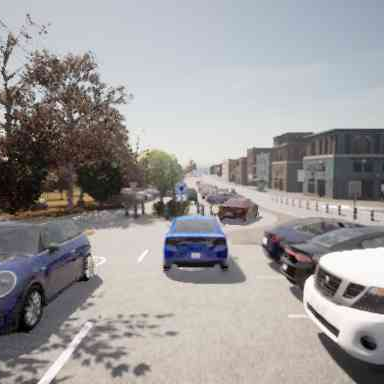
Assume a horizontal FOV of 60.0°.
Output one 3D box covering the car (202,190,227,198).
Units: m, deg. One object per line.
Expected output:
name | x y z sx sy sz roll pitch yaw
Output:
car | 4.316 0.441 65.057 4.792 1.488 2.163 0 2 0

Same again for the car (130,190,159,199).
car | -8.790 0.495 62.097 5.008 1.535 2.097 0 2 0

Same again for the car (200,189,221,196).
car | 4.291 0.043 76.193 4.674 1.452 2.002 0 3 0

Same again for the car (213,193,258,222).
car | 3.468 1.167 24.204 1.882 1.535 5.008 2 3 24

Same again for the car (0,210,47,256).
car | -8.537 1.513 12.813 5.008 1.535 2.097 0 0 0

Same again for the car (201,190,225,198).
car | 4.259 0.352 67.843 4.792 1.488 2.163 0 2 0

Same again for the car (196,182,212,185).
car | 4.275 -0.942 90.095 5.566 2.045 2.435 0 3 0

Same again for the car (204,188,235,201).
car | 4.242 0.644 45.547 4.553 1.767 2.185 0 0 0

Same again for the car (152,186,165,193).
car | -8.602 0.121 73.243 5.366 1.575 1.946 0 2 0

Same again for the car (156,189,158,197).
car | -8.770 0.659 56.518 4.792 1.488 2.163 0 1 0

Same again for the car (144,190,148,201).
car | -8.809 0.810 45.363 4.674 1.452 2.002 0 0 0

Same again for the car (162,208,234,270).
car | 0.103 1.507 11.147 1.882 1.535 5.008 0 0 0

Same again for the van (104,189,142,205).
van | -8.684 0.573 39.903 4.442 1.987 1.878 1 0 0

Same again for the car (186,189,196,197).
car | -0.248 0.182 73.308 2.033 1.411 5.357 0 2 0

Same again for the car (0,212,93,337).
car | -3.618 1.370 6.808 2.097 1.767 4.553 0 0 0

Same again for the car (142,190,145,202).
car | -8.811 0.823 42.578 4.674 1.452 2.002 0 0 0

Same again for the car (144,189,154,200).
car | -8.988 0.714 51.067 5.366 1.575 1.946 0 1 0

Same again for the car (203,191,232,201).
car | 4.310 0.657 56.690 4.792 1.488 2.163 0 1 0

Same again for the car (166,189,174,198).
car | -3.757 0.425 66.741 2.033 1.411 5.357 0 2 0

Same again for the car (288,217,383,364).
car | 4.510 1.241 4.616 5.566 2.045 2.435 0 0 0

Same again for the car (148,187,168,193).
car | -8.773 -0.531 87.174 5.008 1.535 2.097 0 3 0

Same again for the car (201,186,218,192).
car | 4.249 0.466 51.118 5.566 2.045 2.435 0 1 0

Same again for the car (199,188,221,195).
car | 4.302 -0.121 78.978 5.008 1.535 2.097 0 3 0

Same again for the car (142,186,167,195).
car | -8.812 -0.365 78.806 5.566 2.045 2.435 0 3 0

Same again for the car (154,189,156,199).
car | -8.986 0.674 53.862 5.366 1.575 1.946 0 1 0

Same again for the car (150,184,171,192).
car | -8.746 -1.093 92.845 5.566 2.045 2.435 0 3 0

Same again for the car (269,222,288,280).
car | 4.533 1.499 7.391 5.008 1.535 2.097 0 0 0

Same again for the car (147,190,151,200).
car | -8.833 0.777 48.275 4.792 1.488 2.163 0 0 0

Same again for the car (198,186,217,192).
car | 4.311 -0.843 92.888 5.008 1.535 2.097 0 3 0

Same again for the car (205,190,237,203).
car | 4.299 0.827 39.979 4.792 1.488 2.163 0 0 0

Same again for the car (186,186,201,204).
car | -0.318 0.518 43.884 2.150 2.045 5.566 0 0 2

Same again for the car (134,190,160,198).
car | -8.787 0.412 65.014 4.892 1.521 2.231 0 2 0

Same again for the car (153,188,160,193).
car | -8.792 0.566 59.308 5.008 1.535 2.097 0 1 0

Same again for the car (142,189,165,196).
car | -8.791 0.009 76.031 5.008 1.535 2.097 0 2 0

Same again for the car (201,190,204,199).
car | 4.281 0.748 48.328 5.008 1.535 2.097 0 1 0

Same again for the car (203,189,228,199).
car | 4.316 0.366 62.266 4.553 1.767 2.185 0 2 0
